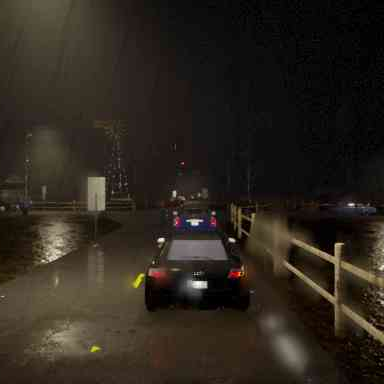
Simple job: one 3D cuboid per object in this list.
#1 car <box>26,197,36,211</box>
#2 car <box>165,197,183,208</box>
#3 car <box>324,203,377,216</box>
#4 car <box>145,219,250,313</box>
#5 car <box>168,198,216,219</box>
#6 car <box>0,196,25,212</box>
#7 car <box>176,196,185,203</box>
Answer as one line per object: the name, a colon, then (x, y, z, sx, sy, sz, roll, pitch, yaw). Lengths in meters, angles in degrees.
car: (-20.399, 1.242, 37.829, 4.553, 1.767, 2.097, 1, -2, 0)
car: (-2.905, 1.761, 50.605, 1.895, 1.301, 4.718, 0, 0, 2)
car: (17.908, 1.950, 37.662, 5.357, 1.411, 2.033, 1, -2, 0)
car: (0.110, 1.573, 7.749, 1.994, 1.385, 4.181, 0, 0, 0)
car: (0.122, 1.380, 16.392, 2.097, 1.767, 4.553, 0, 0, 0)
car: (-20.255, 1.292, 34.093, 4.892, 1.490, 1.837, 1, -2, 0)
car: (-2.623, 1.828, 78.295, 1.882, 1.535, 5.008, 0, 0, 0)
